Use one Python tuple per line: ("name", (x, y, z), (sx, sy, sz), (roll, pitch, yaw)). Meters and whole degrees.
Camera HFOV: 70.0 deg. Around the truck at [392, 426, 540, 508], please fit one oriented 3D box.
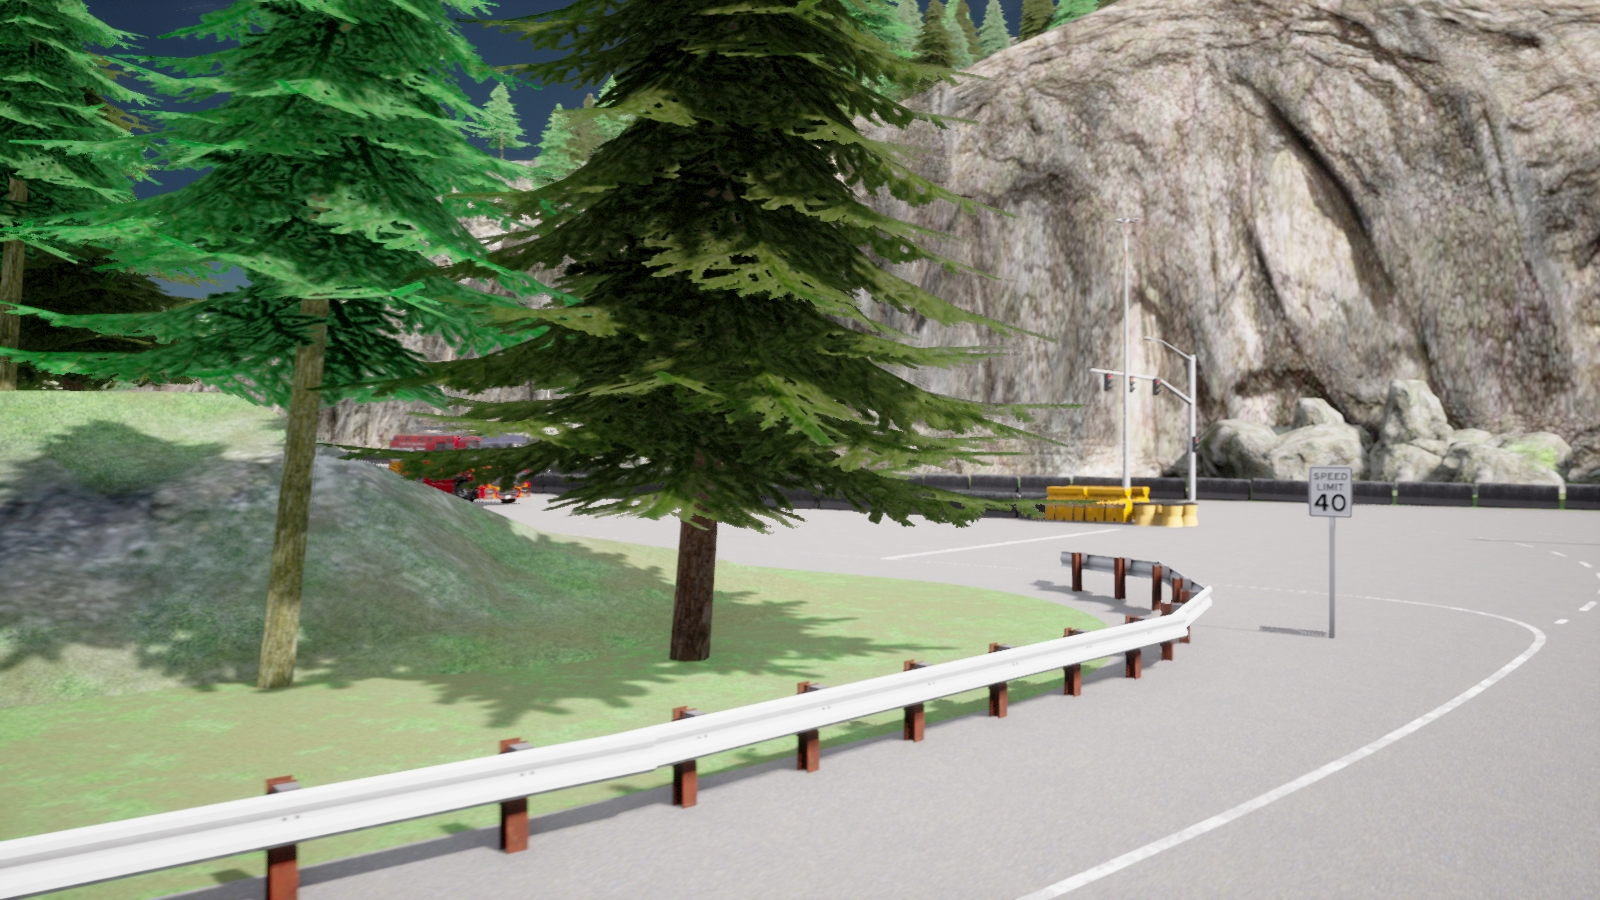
("truck", (-16.769, 0.735, 56.976), (8.468, 3.827, 2.891), (1, 1, 40))
